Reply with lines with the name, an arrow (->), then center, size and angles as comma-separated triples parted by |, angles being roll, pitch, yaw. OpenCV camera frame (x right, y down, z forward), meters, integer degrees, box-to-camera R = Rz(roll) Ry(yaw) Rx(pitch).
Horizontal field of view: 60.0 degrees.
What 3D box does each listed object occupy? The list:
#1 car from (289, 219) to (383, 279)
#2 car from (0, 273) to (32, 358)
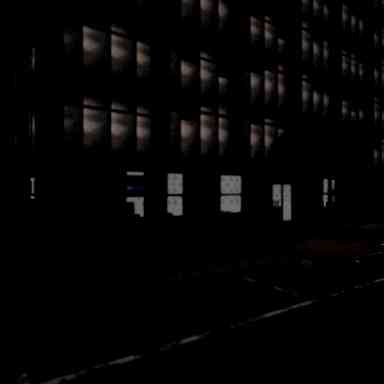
car -> 4.970, 1.542, 10.100 | 4.829, 1.417, 1.752 | 0, 0, -35
car -> -4.175, 1.547, 3.588 | 4.403, 1.369, 2.008 | 0, 0, -35
